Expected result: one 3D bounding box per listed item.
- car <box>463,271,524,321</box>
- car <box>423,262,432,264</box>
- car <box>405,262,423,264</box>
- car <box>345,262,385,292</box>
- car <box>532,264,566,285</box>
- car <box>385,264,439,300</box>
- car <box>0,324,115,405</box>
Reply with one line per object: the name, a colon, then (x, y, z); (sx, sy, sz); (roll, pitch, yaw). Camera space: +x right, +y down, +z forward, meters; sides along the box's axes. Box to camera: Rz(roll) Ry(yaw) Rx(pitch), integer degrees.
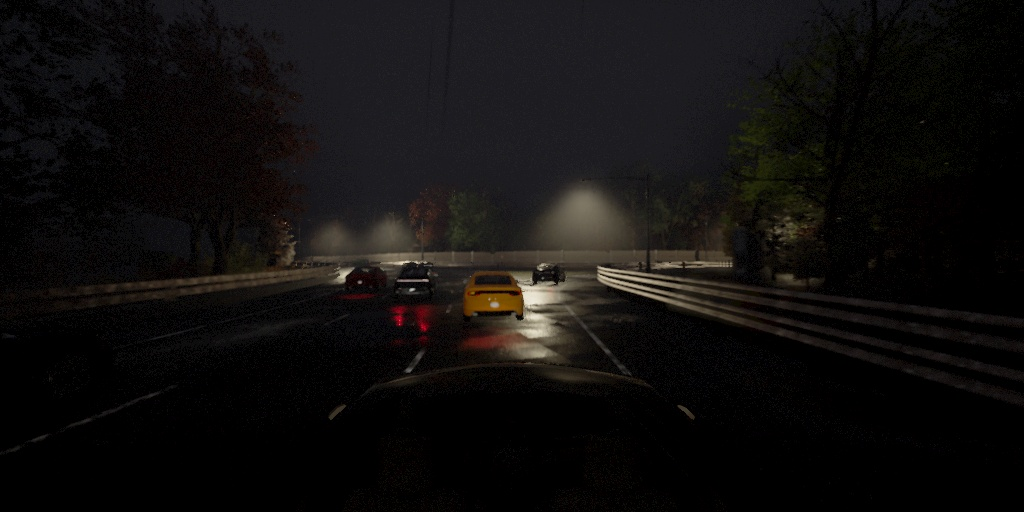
car: (-0.740, 1.291, 12.963); (1.882, 1.535, 5.008); (0, 0, -5)
car: (-13.160, 1.586, 54.155); (2.128, 1.511, 4.902); (0, 0, -28)
car: (-13.100, 1.557, 46.272); (1.837, 1.490, 4.892); (0, 0, -23)
car: (-9.320, 1.389, 23.238); (1.882, 1.535, 5.008); (0, 0, -12)
car: (2.920, 1.364, 27.583); (2.128, 1.511, 4.902); (0, 0, 18)
car: (-4.967, 1.358, 18.850); (2.128, 1.511, 4.902); (0, 0, -9)
car: (-7.041, 1.287, 3.502); (2.128, 1.511, 4.902); (0, 0, -1)
